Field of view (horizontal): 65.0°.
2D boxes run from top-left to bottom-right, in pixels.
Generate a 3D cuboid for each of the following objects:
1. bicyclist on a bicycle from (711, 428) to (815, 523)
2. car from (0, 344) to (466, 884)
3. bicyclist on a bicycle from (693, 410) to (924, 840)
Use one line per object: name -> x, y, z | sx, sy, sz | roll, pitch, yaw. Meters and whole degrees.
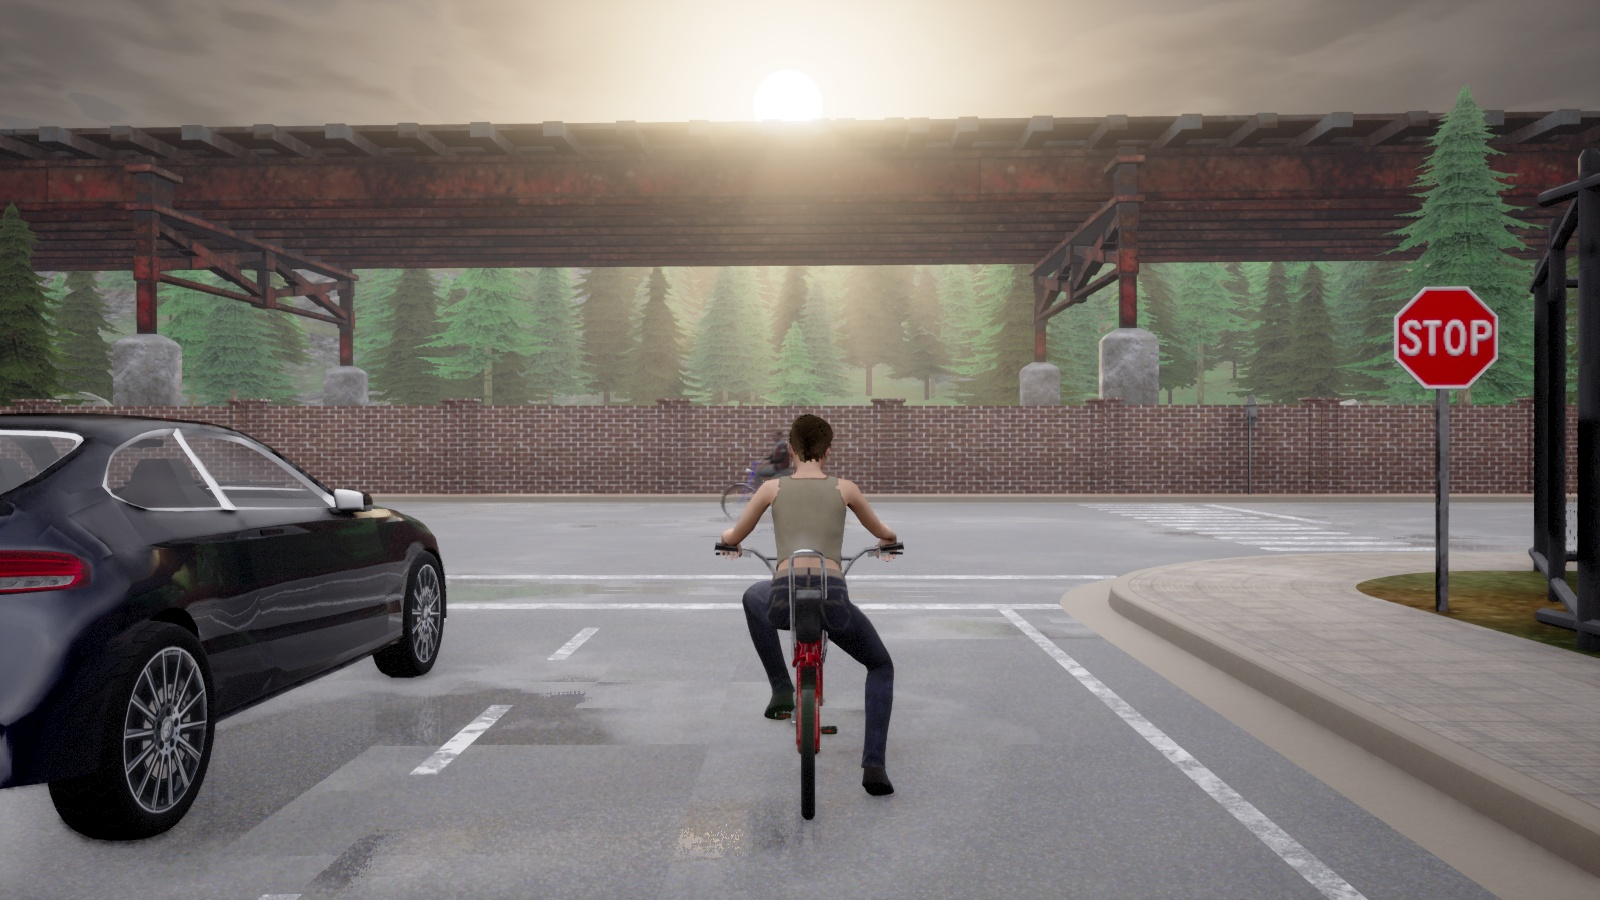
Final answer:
bicyclist on a bicycle -> -0.710, 0.481, 24.059 | 1.843, 1.776, 0.659 | 0, 1, -19
car -> -3.448, 0.486, 6.353 | 2.152, 1.651, 5.027 | 0, 0, 0
bicyclist on a bicycle -> 0.039, 0.652, 5.464 | 0.866, 1.612, 1.509 | 0, 0, 1
